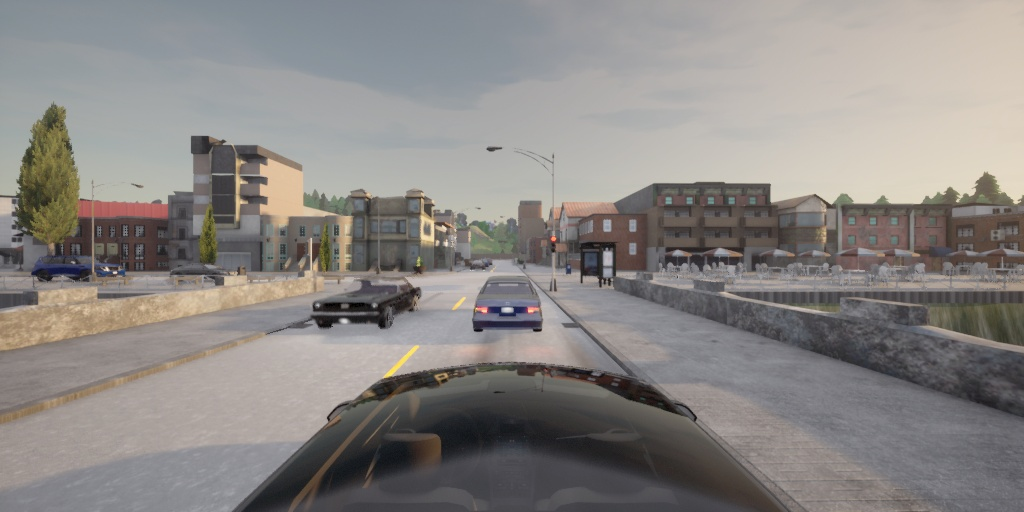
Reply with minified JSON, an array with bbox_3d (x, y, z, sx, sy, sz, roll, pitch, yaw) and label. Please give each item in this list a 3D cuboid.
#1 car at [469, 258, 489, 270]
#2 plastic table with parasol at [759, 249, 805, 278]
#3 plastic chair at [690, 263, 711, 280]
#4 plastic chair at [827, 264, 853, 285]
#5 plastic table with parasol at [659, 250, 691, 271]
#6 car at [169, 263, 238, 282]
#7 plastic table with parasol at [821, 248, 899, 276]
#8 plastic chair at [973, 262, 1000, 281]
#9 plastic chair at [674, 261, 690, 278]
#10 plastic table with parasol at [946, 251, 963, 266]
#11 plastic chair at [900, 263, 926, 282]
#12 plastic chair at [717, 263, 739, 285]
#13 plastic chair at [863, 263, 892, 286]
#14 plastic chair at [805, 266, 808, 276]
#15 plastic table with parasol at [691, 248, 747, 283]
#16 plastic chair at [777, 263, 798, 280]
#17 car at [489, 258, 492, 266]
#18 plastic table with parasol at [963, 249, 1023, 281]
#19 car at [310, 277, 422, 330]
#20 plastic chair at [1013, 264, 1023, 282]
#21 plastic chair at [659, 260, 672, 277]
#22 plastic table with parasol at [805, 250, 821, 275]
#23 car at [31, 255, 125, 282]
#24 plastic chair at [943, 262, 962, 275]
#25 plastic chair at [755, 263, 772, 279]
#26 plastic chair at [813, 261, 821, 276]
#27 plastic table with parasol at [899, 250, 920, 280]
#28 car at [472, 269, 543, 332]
[{"bbox_3d":[-4.912,1.274,52.433,1.812,1.442,4.674,0,0,1],"label":"car"},{"bbox_3d":[22.427,0.674,30.436,2.482,2.480,2.482,0,0,-1],"label":"plastic table with parasol"},{"bbox_3d":[13.500,1.279,25.649,0.730,1.272,0.750,0,0,-1],"label":"plastic chair"},{"bbox_3d":[22.222,1.279,24.282,0.730,1.272,0.750,0,0,-1],"label":"plastic chair"},{"bbox_3d":[15.402,0.674,33.359,2.482,2.480,2.482,0,0,-1],"label":"plastic table with parasol"},{"bbox_3d":[-24.327,1.275,28.430,4.674,1.442,1.812,0,0,-1],"label":"car"},{"bbox_3d":[23.422,0.675,24.251,2.482,2.480,2.482,0,0,-1],"label":"plastic table with parasol"},{"bbox_3d":[36.238,1.278,27.395,0.730,1.272,0.750,0,0,-1],"label":"plastic chair"},{"bbox_3d":[15.301,1.278,32.077,0.750,1.272,0.730,0,0,-1],"label":"plastic chair"},{"bbox_3d":[46.137,0.674,36.530,2.482,2.480,2.482,0,0,-1],"label":"plastic table with parasol"},{"bbox_3d":[30.082,1.279,26.903,0.750,1.272,0.730,0,0,-1],"label":"plastic chair"},{"bbox_3d":[14.621,1.279,24.266,0.750,1.272,0.730,0,0,-1],"label":"plastic chair"},{"bbox_3d":[23.343,1.279,22.899,0.750,1.272,0.730,0,0,-1],"label":"plastic chair"},{"bbox_3d":[28.254,1.278,35.276,0.730,1.272,0.750,0,0,-1],"label":"plastic chair"},{"bbox_3d":[14.772,0.675,25.528,2.482,2.480,2.482,0,0,-1],"label":"plastic table with parasol"},{"bbox_3d":[22.348,1.279,29.085,0.750,1.272,0.730,0,0,-1],"label":"plastic chair"},{"bbox_3d":[-5.043,1.226,62.706,1.882,1.535,5.008,0,0,0],"label":"car"},{"bbox_3d":[37.367,0.675,27.325,2.482,2.480,2.482,0,0,-1],"label":"plastic table with parasol"},{"bbox_3d":[-4.280,1.350,11.315,1.895,1.301,4.718,0,0,-1],"label":"car"},{"bbox_3d":[37.397,1.279,26.015,0.750,1.272,0.730,0,0,-1],"label":"plastic chair"},{"bbox_3d":[14.180,1.278,33.460,0.730,1.272,0.750,0,0,-1],"label":"plastic chair"},{"bbox_3d":[29.684,0.674,35.268,2.482,2.480,2.482,0,0,-1],"label":"plastic table with parasol"},{"bbox_3d":[-34.083,0.970,28.262,5.566,2.045,2.150,0,0,-1],"label":"car"},{"bbox_3d":[44.935,1.278,36.632,0.730,1.272,0.750,0,0,-1],"label":"plastic chair"},{"bbox_3d":[21.227,1.278,30.468,0.730,1.272,0.750,0,0,-1],"label":"plastic chair"},{"bbox_3d":[29.375,1.278,33.893,0.750,1.272,0.730,0,0,-1],"label":"plastic chair"},{"bbox_3d":[30.073,0.675,28.183,2.482,2.480,2.482,0,0,-1],"label":"plastic table with parasol"},{"bbox_3d":[-0.113,1.297,10.810,2.033,1.411,5.357,0,0,0],"label":"car"}]
